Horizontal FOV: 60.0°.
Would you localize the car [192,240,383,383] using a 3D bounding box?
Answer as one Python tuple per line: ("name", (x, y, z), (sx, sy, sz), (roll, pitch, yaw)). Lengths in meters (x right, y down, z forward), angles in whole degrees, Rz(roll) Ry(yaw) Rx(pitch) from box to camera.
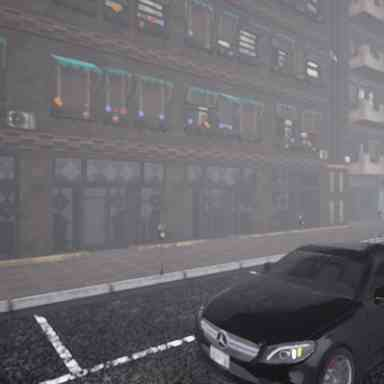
("car", (2.191, 1.519, 4.950), (4.674, 1.442, 1.812), (0, 0, -36))
